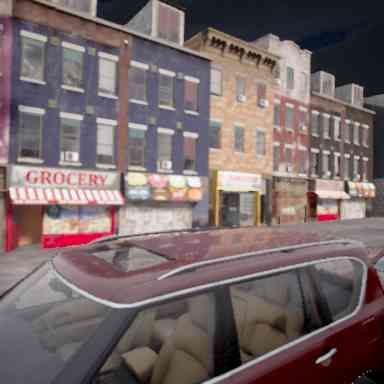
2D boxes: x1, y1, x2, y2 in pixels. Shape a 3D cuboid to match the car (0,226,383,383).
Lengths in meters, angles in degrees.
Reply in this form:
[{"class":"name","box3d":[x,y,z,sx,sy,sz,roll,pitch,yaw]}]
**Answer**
[{"class":"car","box3d":[-0.343,1.316,2.532,5.009,1.841,2.192,0,2,-35]}]
